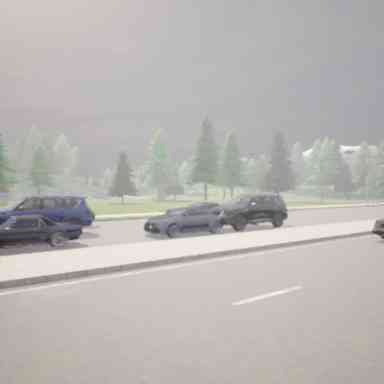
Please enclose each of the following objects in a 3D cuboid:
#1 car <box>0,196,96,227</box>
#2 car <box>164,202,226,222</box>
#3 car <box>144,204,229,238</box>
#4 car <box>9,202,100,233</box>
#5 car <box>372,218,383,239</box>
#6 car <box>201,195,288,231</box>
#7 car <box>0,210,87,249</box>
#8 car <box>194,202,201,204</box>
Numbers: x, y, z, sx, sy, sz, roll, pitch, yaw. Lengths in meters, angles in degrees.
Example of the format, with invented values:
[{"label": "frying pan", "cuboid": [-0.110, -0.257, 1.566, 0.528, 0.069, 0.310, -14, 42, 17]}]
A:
[{"label": "car", "cuboid": [-7.878, 1.216, 16.776, 5.566, 2.045, 2.150, 0, 0, -35]}, {"label": "car", "cuboid": [0.277, 1.564, 26.767, 4.718, 1.301, 1.895, 0, 0, -35]}, {"label": "car", "cuboid": [-0.412, 1.541, 17.660, 4.181, 1.385, 1.994, 0, 0, -35]}, {"label": "car", "cuboid": [-8.462, 1.480, 20.650, 4.902, 1.511, 2.128, 0, 0, -35]}, {"label": "car", "cuboid": [10.557, 1.506, 15.590, 5.357, 1.411, 2.033, 0, 0, -35]}, {"label": "car", "cuboid": [3.564, 1.187, 20.529, 5.566, 2.045, 2.150, 0, 0, -36]}, {"label": "car", "cuboid": [-6.928, 1.596, 13.153, 4.718, 1.301, 1.895, 0, 0, -36]}, {"label": "car", "cuboid": [0.680, 1.473, 22.786, 4.892, 1.490, 1.837, 0, 0, -35]}]
